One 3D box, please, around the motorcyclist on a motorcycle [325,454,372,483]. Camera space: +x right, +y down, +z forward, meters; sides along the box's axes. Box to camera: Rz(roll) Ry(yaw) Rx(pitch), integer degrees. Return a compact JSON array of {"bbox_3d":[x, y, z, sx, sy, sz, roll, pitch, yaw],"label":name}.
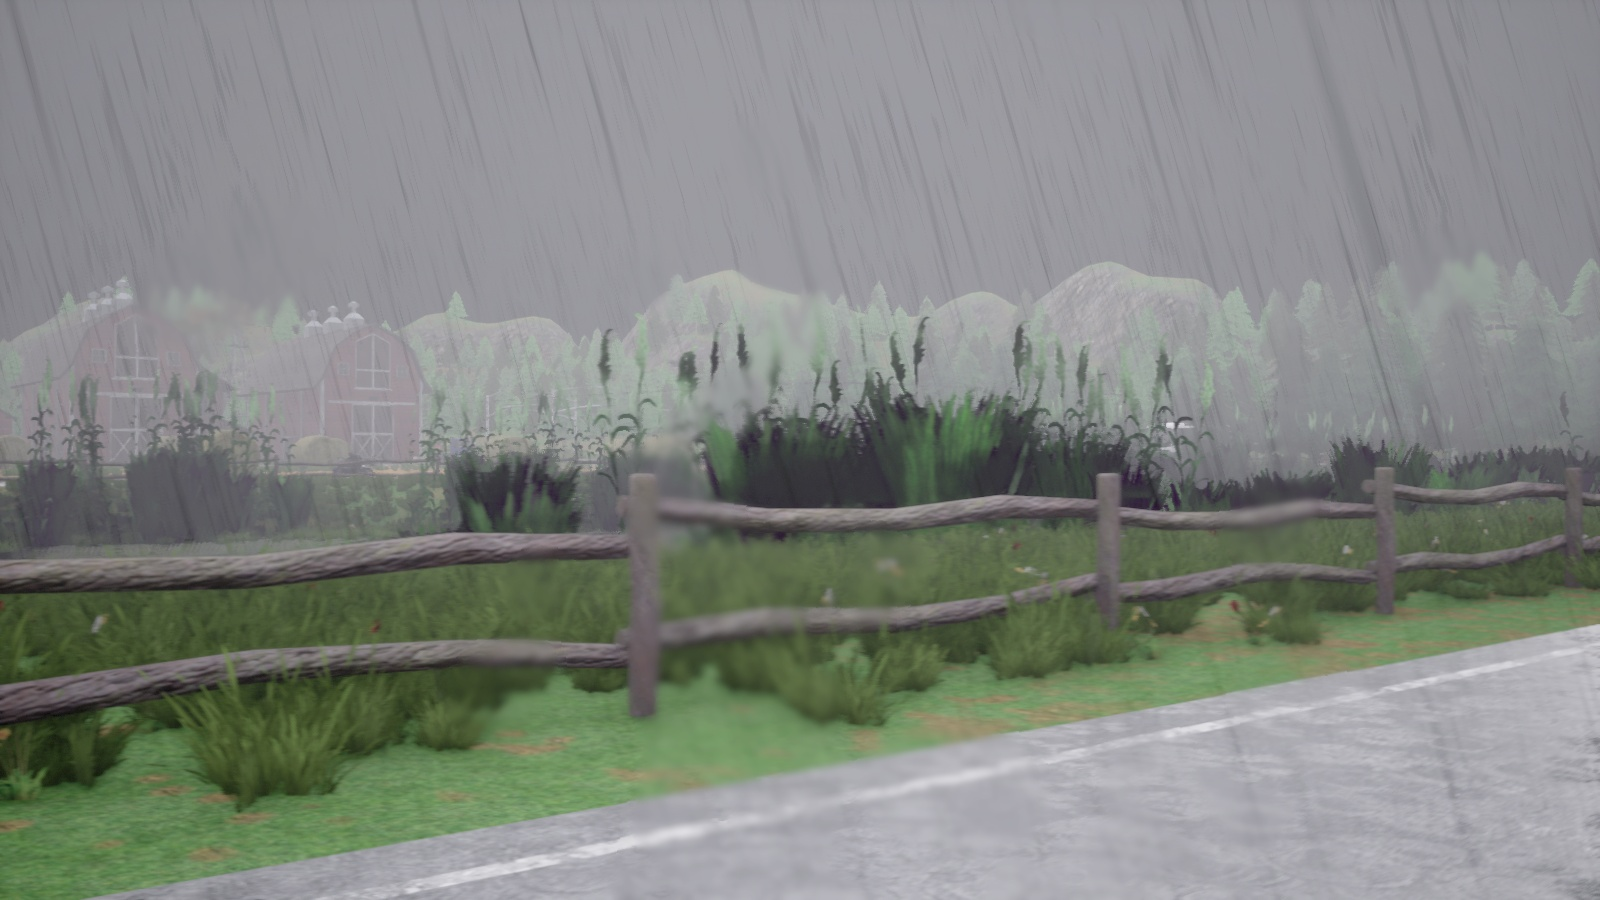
[{"bbox_3d":[-24.009,0.969,66.817,2.191,1.530,0.866,0,0,-38],"label":"motorcyclist on a motorcycle"}]
